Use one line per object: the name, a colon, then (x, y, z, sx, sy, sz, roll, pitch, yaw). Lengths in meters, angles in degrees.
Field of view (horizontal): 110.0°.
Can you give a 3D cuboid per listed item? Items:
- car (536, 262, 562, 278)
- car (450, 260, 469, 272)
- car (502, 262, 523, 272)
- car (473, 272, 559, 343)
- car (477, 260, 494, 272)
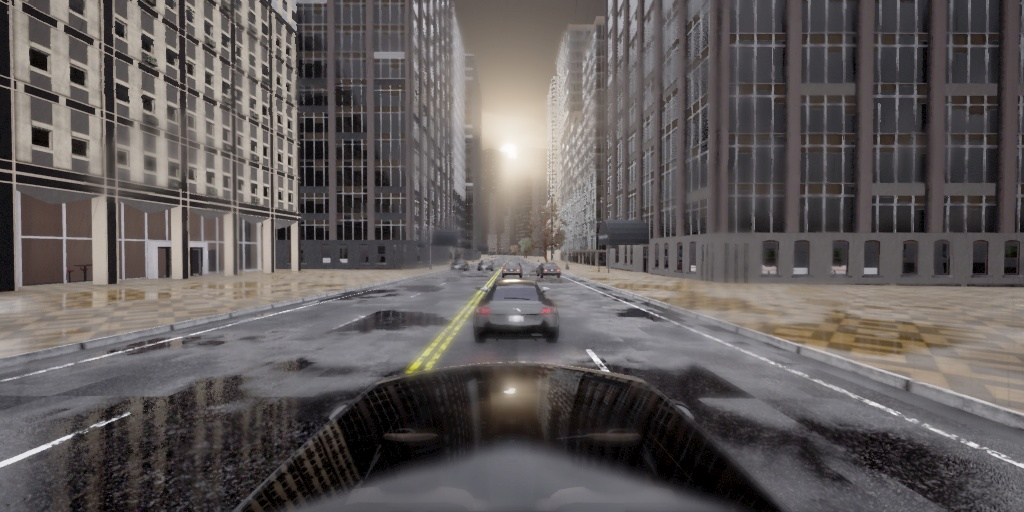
car: (3.356, 1.280, 33.291, 2.033, 1.411, 5.357, 0, 0, -2)
car: (-6.555, 1.210, 45.409, 2.128, 1.511, 4.902, 0, 0, 0)
car: (0.065, 1.280, 33.642, 2.033, 1.411, 5.357, 0, 0, 2)
car: (0.096, 1.312, 9.673, 1.994, 1.385, 4.181, 0, 0, 0)
car: (-3.304, 1.210, 45.414, 2.128, 1.511, 4.902, 0, 0, 1)
